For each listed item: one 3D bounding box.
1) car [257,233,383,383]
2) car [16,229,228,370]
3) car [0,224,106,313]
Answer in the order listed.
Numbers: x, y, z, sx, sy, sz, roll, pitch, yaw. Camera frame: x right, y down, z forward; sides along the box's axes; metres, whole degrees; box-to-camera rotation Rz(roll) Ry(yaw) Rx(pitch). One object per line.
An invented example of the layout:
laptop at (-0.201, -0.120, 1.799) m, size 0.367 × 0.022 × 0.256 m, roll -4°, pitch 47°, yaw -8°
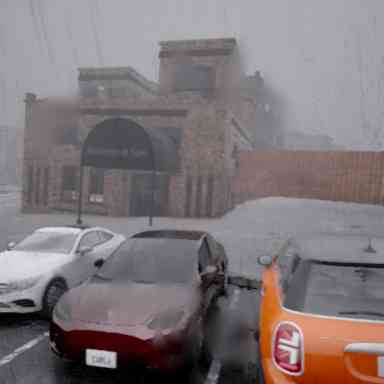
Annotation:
car at (1.981, 1.333, 4.504) m, size 2.185 × 1.767 × 4.553 m, roll 0°, pitch -1°, yaw 13°
car at (-0.500, 1.501, 6.088) m, size 2.163 × 1.488 × 4.792 m, roll 0°, pitch -1°, yaw 12°
car at (-2.984, 1.525, 7.702) m, size 2.002 × 1.452 × 4.674 m, roll 0°, pitch -1°, yaw 12°
